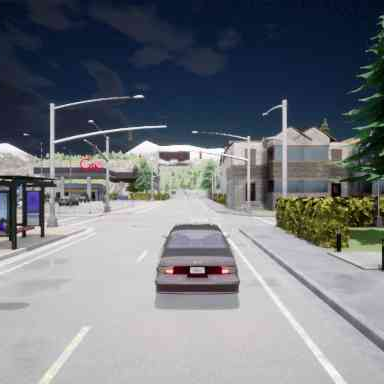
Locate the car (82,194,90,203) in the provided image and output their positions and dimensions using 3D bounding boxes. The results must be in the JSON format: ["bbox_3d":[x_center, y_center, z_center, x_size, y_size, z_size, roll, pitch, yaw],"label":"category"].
[{"bbox_3d":[-22.571,1.268,68.977,1.905,1.878,3.866,0,0,0],"label":"car"}]

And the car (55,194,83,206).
[{"bbox_3d":[-18.882,1.490,51.105,2.007,1.523,4.514,0,0,0],"label":"car"}]

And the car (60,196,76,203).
[{"bbox_3d":[-25.896,1.552,69.582,1.970,1.475,3.806,0,0,0],"label":"car"}]

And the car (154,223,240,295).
[{"bbox_3d":[0.107,1.547,8.895,2.033,1.411,5.357,0,0,0],"label":"car"}]

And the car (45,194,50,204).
[{"bbox_3d":[-25.842,1.289,61.103,1.932,1.855,4.605,0,0,0],"label":"car"}]
